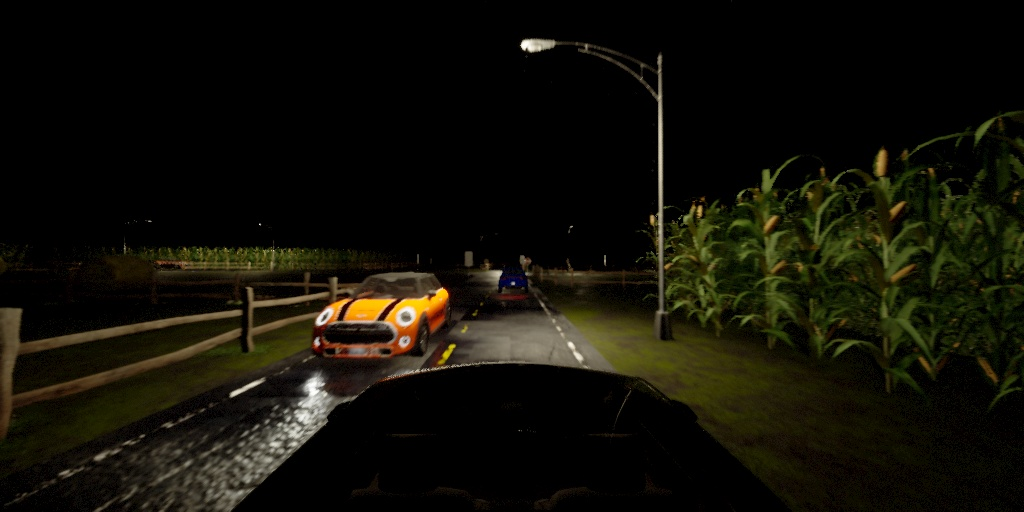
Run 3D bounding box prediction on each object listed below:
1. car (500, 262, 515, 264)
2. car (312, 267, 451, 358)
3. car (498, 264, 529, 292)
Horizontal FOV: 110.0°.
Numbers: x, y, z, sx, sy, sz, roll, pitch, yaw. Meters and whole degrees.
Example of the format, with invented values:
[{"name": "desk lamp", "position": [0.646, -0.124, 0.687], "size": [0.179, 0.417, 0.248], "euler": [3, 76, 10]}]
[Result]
[{"name": "car", "position": [0.085, 1.602, 39.366], "size": [2.097, 1.767, 4.553], "euler": [0, -1, 0]}, {"name": "car", "position": [-2.850, 1.196, 8.836], "size": [2.097, 1.767, 4.553], "euler": [0, -1, 0]}, {"name": "car", "position": [0.088, 1.522, 23.934], "size": [1.882, 1.535, 5.008], "euler": [0, -1, 0]}]
